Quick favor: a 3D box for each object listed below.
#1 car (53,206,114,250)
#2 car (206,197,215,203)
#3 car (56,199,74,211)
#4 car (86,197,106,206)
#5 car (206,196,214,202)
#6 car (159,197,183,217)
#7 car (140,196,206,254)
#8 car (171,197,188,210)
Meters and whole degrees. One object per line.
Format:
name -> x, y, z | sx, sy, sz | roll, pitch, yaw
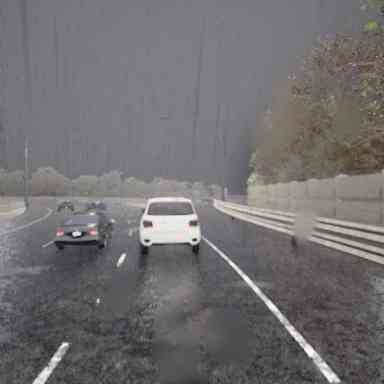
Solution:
car -> -4.553, 1.578, 14.603 | 2.033, 1.411, 5.357 | 0, 0, -8
car -> 5.248, 2.365, 93.148 | 1.837, 1.490, 4.892 | 0, -4, 11
car -> -16.074, 1.611, 42.241 | 1.837, 1.490, 4.892 | 0, 0, -23
car -> -12.236, 1.435, 42.141 | 2.097, 1.767, 4.553 | 0, 0, -22
car -> 3.622, 1.758, 83.551 | 2.033, 1.411, 5.357 | 0, -2, 9
car -> -2.001, 1.369, 32.811 | 2.097, 1.767, 4.553 | 0, 0, -1
car -> -0.948, 1.231, 13.802 | 2.150, 2.045, 5.566 | 0, 0, -5
car -> -1.587, 1.494, 44.832 | 1.882, 1.535, 5.008 | 0, 0, 3
